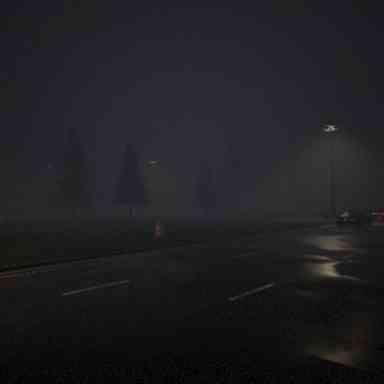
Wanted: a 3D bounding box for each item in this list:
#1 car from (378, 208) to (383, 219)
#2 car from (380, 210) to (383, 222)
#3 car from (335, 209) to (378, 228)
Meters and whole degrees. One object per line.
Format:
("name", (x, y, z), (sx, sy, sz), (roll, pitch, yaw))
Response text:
("car", (22.278, 2.560, 38.175), (1.837, 1.490, 4.892), (-3, -3, 44))
("car", (18.070, 2.371, 28.534), (1.895, 1.301, 4.718), (-3, -3, 43))
("car", (14.737, 2.422, 30.106), (2.033, 1.411, 5.357), (-3, -3, 43))
